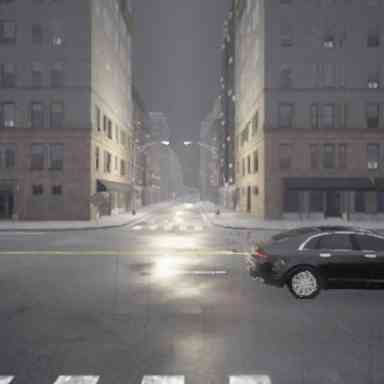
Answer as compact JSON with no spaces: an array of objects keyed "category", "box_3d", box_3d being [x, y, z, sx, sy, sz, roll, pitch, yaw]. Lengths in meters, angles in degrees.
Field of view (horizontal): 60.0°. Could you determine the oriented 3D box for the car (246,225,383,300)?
[{"category":"car","box_3d":[3.785,1.582,7.999,4.892,1.490,1.837,0,0,0]}]
